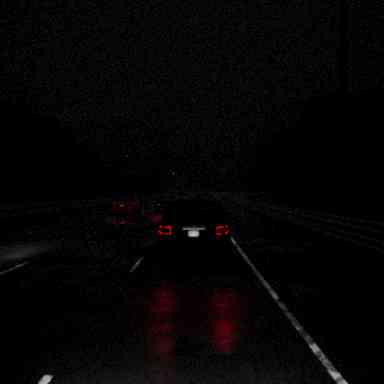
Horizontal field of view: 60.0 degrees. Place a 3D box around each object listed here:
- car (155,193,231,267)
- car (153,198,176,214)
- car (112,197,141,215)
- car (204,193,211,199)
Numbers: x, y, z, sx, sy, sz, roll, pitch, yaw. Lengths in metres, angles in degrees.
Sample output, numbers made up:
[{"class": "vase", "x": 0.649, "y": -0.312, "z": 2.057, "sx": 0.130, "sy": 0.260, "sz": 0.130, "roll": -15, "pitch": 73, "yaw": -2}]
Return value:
[{"class": "car", "x": 0.076, "y": 1.198, "z": 11.515, "sx": 2.150, "sy": 2.045, "sz": 5.566, "roll": 0, "pitch": 0, "yaw": 1}, {"class": "car", "x": -2.776, "y": 1.409, "z": 35.103, "sx": 1.837, "sy": 1.490, "sz": 4.892, "roll": 0, "pitch": 0, "yaw": 2}, {"class": "car", "x": -6.347, "y": 1.259, "z": 32.711, "sx": 2.097, "sy": 1.767, "sz": 4.553, "roll": 0, "pitch": 0, "yaw": 2}, {"class": "car", "x": 4.469, "y": 1.145, "z": 94.805, "sx": 2.033, "sy": 1.411, "sz": 5.357, "roll": 0, "pitch": 0, "yaw": 5}]
